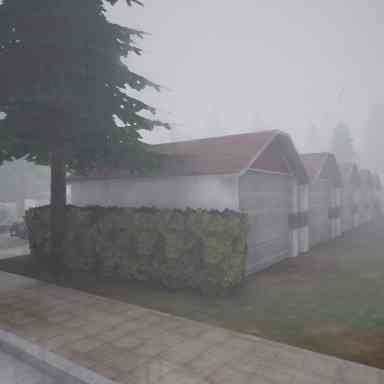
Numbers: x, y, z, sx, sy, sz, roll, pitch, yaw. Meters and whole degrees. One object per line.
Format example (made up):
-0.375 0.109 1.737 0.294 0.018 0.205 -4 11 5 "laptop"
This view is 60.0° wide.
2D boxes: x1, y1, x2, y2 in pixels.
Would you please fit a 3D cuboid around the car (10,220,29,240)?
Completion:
-7.965 1.981 19.316 1.812 1.442 4.674 -1 -1 36 "car"
